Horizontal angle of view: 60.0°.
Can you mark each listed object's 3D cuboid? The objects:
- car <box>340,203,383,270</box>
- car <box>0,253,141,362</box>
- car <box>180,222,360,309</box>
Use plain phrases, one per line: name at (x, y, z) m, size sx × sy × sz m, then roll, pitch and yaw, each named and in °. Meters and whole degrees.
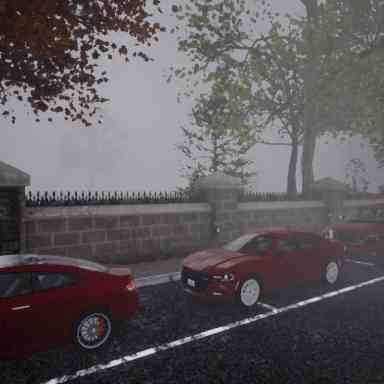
car at (6.386, 1.316, 11.157) m, size 5.009 × 1.841 × 2.192 m, roll 0°, pitch 0°, yaw -36°
car at (-2.763, 1.582, 4.588) m, size 4.206 × 1.307 × 1.802 m, roll 0°, pitch 0°, yaw -36°
car at (1.811, 1.545, 7.872) m, size 4.507 × 1.381 × 1.887 m, roll 0°, pitch 0°, yaw -36°
